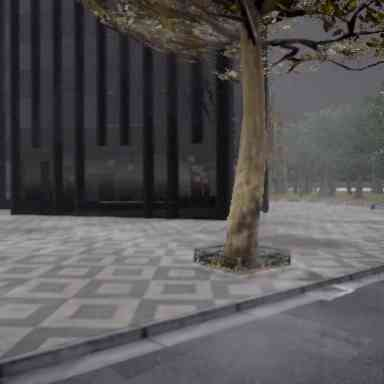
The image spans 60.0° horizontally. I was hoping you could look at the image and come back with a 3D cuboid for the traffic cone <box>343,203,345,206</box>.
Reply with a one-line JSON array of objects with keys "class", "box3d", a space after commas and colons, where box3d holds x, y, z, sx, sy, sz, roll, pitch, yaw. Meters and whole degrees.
[{"class": "traffic cone", "box3d": [23.027, 1.854, 50.294, 0.340, 0.580, 0.340, 0, 1, -15]}]
